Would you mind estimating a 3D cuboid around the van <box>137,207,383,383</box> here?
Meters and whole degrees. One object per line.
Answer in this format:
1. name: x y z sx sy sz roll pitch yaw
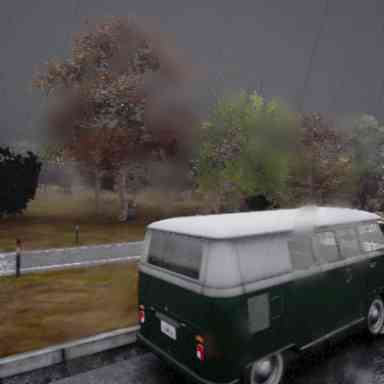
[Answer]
1. van: 1.464 1.281 5.098 4.442 1.987 1.878 -1 0 -37
